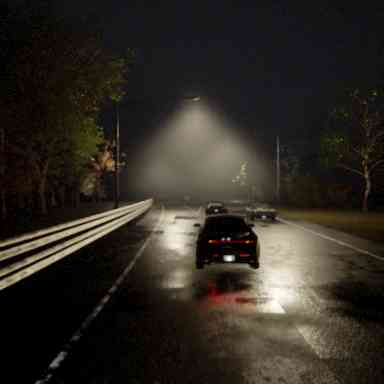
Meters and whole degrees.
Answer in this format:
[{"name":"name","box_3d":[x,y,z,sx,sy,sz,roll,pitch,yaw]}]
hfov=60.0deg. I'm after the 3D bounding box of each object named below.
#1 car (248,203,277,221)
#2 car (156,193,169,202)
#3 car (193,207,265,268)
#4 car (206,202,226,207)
[{"name":"car","box_3d":[5.519,1.585,27.147,1.895,1.301,4.718,0,0,3]},{"name":"car","box_3d":[-7.102,1.365,83.823,2.150,2.045,5.566,0,0,-10]},{"name":"car","box_3d":[1.105,1.491,11.216,1.837,1.490,4.892,0,0,3]},{"name":"car","box_3d":[2.202,1.558,30.618,1.994,1.385,4.181,0,0,3]}]
